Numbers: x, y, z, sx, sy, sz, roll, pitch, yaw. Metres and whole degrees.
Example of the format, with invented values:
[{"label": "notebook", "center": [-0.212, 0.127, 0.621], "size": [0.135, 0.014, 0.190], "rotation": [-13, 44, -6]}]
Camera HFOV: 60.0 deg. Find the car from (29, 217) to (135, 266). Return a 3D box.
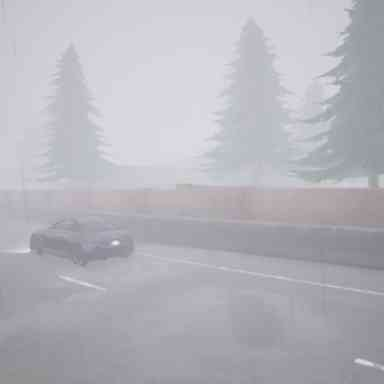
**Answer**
[{"label": "car", "center": [-3.920, 1.555, 11.637], "size": [4.181, 1.385, 1.994], "rotation": [0, 0, 40]}]
